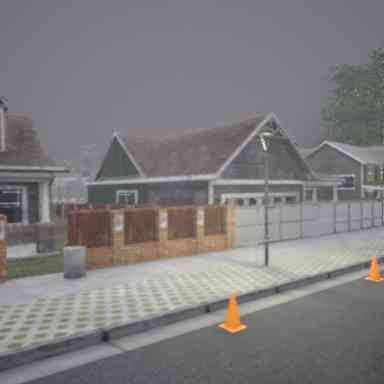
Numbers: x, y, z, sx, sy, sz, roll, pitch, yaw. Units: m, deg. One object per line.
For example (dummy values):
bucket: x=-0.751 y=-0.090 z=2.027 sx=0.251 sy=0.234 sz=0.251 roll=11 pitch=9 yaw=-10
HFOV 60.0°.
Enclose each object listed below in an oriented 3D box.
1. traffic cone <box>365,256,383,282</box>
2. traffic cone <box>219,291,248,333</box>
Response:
traffic cone: x=4.662 y=1.936 z=8.489 sx=0.340 sy=0.580 sz=0.340 roll=0 pitch=0 yaw=-37
traffic cone: x=0.685 y=1.948 z=5.520 sx=0.340 sy=0.580 sz=0.340 roll=0 pitch=0 yaw=-36
